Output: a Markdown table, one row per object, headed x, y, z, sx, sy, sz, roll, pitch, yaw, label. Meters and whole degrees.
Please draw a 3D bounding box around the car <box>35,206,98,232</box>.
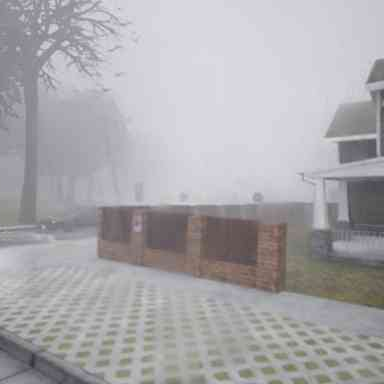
| x | y | z | sx | sy | sz | roll | pitch | yaw | label |
| --- | --- | --- | --- | --- | --- | --- | --- | --- | --- |
| -6.648 | 1.554 | 20.340 | 2.033 | 1.411 | 5.357 | 0 | -1 | 32 | car |
